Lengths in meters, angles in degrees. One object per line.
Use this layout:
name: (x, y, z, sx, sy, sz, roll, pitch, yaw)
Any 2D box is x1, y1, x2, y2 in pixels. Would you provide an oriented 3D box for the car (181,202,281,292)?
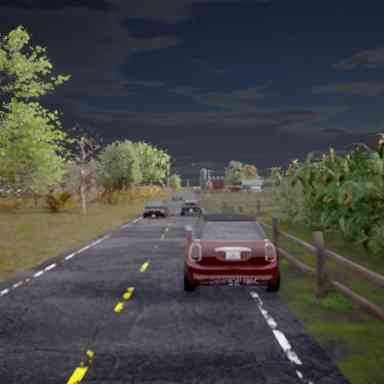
car: (0.870, 1.319, 9.024, 2.097, 1.767, 4.553, 0, 0, 0)

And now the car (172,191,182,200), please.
car: (-3.006, 0.896, 70.024, 2.150, 2.045, 5.566, 0, 0, 0)

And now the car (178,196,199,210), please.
car: (-0.069, 1.379, 31.710, 1.837, 1.490, 4.892, 0, 0, 0)

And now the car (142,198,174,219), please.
car: (-2.951, 1.439, 28.125, 2.033, 1.411, 5.357, 0, 0, 0)
